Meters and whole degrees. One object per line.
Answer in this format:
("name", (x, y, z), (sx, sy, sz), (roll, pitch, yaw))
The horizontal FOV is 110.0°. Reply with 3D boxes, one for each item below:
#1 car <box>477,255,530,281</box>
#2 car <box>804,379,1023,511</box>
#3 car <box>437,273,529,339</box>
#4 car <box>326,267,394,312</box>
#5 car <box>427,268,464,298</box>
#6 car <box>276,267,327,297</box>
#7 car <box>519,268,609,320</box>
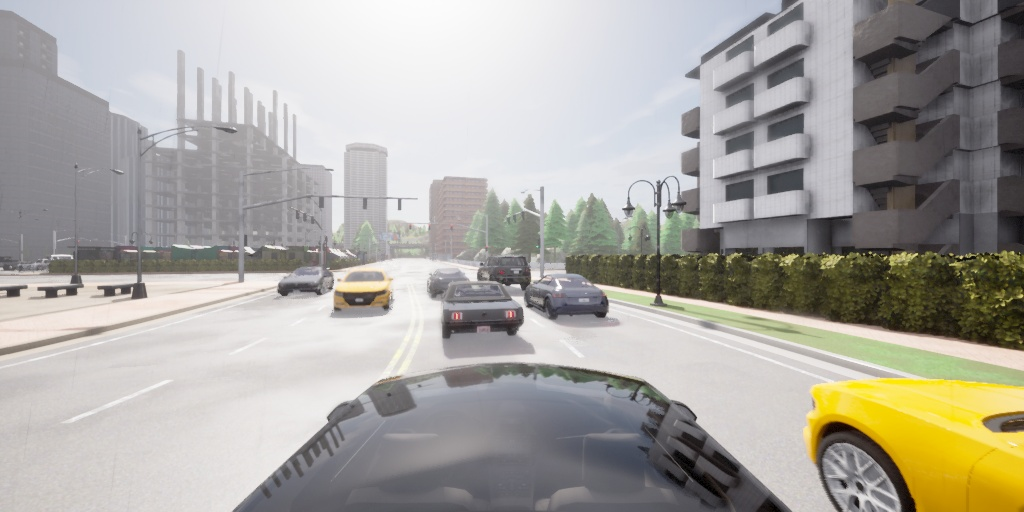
("car", (-0.603, 0.971, 21.910), (2.150, 2.045, 5.566), (0, 0, -18))
("car", (3.396, 1.228, 0.962), (1.882, 1.535, 5.008), (0, 0, 0))
("car", (-1.080, 1.351, 10.175), (1.895, 1.301, 4.718), (0, 0, -12))
("car", (-5.860, 1.227, 14.556), (1.882, 1.535, 5.008), (0, 0, -16))
("car", (-3.327, 1.314, 18.642), (1.994, 1.385, 4.181), (0, 0, -16))
("car", (-10.956, 1.298, 19.522), (2.033, 1.411, 5.357), (0, 0, -17))
("car", (1.776, 1.314, 12.861), (1.994, 1.385, 4.181), (0, 0, -12))
